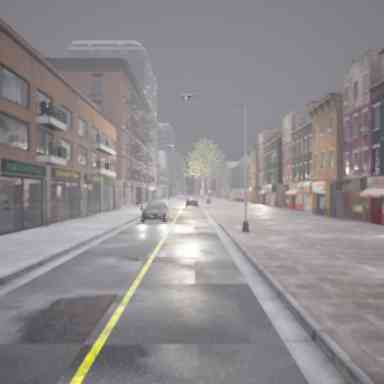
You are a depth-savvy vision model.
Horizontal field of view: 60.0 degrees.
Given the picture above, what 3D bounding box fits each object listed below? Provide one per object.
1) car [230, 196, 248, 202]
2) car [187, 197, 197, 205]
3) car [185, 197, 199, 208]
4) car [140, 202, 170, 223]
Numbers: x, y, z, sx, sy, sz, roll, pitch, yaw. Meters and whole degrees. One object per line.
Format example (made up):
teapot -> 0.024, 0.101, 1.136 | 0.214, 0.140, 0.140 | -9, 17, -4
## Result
car -> 10.931, 1.589, 78.055 | 4.097, 1.590, 1.967 | 0, -1, 0
car -> 0.004, 1.654, 59.911 | 1.895, 1.301, 4.718 | 0, 0, 0
car -> 0.003, 1.520, 49.596 | 1.882, 1.535, 5.008 | 0, 0, 0
car -> -2.775, 1.528, 25.699 | 1.837, 1.490, 4.892 | 0, -1, 1
